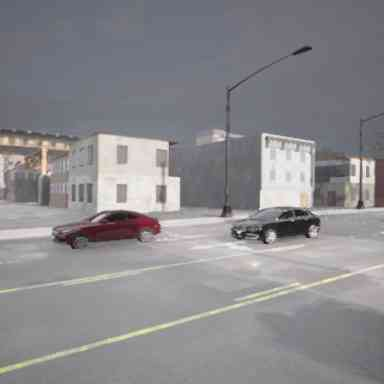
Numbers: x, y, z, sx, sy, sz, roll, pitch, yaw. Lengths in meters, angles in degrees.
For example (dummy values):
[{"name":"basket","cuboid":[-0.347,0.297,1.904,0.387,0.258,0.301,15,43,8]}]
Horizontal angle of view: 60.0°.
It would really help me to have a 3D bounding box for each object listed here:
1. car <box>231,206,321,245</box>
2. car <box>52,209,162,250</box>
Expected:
[{"name":"car","cuboid":[3.960,1.443,15.341,4.892,1.490,1.837,0,0,-35]},{"name":"car","cuboid":[-3.529,1.495,14.346,4.674,1.442,1.812,0,0,-35]}]
